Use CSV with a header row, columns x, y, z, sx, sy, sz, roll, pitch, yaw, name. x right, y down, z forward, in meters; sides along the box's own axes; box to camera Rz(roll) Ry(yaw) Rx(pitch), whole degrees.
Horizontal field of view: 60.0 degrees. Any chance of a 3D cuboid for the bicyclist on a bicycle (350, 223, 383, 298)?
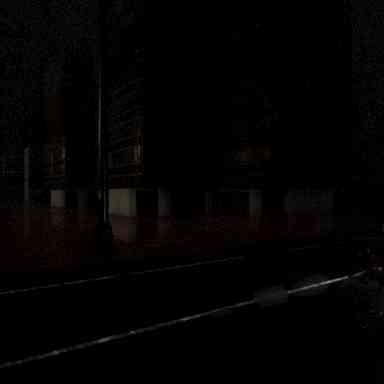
x,y,z,sx,sy,sz,roll,pitch,yaw,name
3.966,1.453,6.704,0.582,1.620,1.656,0,-1,-34,bicyclist on a bicycle
